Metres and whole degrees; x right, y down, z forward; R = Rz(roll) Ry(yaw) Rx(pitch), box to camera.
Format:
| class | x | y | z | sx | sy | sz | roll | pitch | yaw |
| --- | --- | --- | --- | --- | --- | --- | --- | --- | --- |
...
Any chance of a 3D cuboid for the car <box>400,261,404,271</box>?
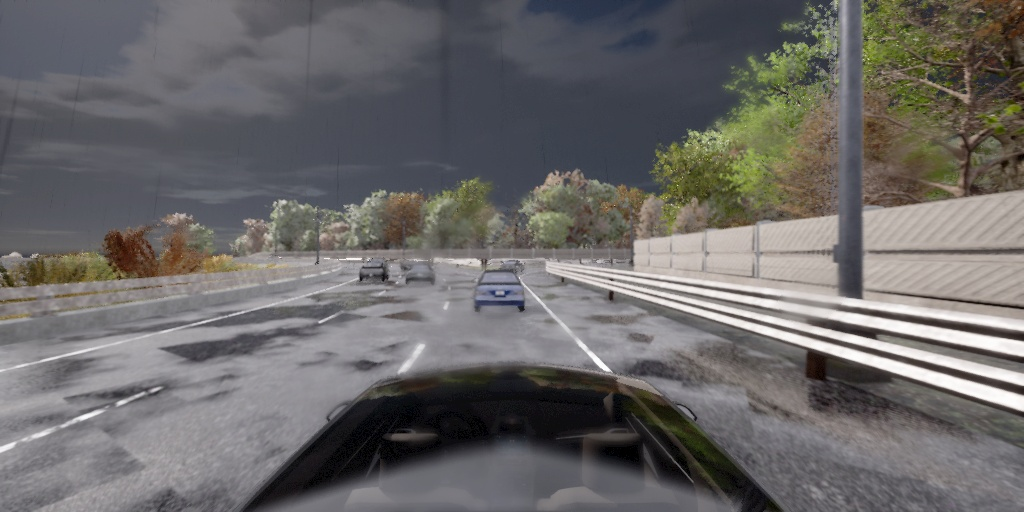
| class | x | y | z | sx | sy | sz | roll | pitch | yaw |
| --- | --- | --- | --- | --- | --- | --- | --- | --- | --- |
| car | -12.705 | 1.216 | 44.382 | 1.895 | 1.301 | 4.718 | 0 | 0 | -24 |

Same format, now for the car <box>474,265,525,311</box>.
| class | x | y | z | sx | sy | sz | roll | pitch | yaw |
| --- | --- | --- | --- | --- | --- | --- | --- | --- | --- |
| car | -0.505 | 1.252 | 14.265 | 2.033 | 1.411 | 5.357 | 0 | 0 | -3 |

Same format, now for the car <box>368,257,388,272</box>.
| class | x | y | z | sx | sy | sz | roll | pitch | yaw |
| --- | --- | --- | --- | --- | --- | --- | --- | --- | --- |
| car | -17.094 | 0.971 | 45.529 | 2.097 | 1.767 | 4.553 | 0 | 0 | -24 |

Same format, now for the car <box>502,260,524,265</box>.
| class | x | y | z | sx | sy | sz | roll | pitch | yaw |
| --- | --- | --- | --- | --- | --- | --- | --- | --- | --- |
| car | 0.097 | 1.161 | 38.635 | 2.033 | 1.411 | 5.357 | 0 | 0 | 12 |

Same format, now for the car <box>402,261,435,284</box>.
| class | x | y | z | sx | sy | sz | roll | pitch | yaw |
| --- | --- | --- | --- | --- | --- | --- | --- | --- | --- |
| car | -6.598 | 1.236 | 25.953 | 1.994 | 1.385 | 4.181 | 0 | 0 | -13 |

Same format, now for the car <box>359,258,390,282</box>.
| class | x | y | z | sx | sy | sz | roll | pitch | yaw |
| --- | --- | --- | --- | --- | --- | --- | --- | --- | --- |
| car | -10.724 | 1.163 | 28.097 | 2.128 | 1.511 | 4.902 | 0 | 0 | -14 |
